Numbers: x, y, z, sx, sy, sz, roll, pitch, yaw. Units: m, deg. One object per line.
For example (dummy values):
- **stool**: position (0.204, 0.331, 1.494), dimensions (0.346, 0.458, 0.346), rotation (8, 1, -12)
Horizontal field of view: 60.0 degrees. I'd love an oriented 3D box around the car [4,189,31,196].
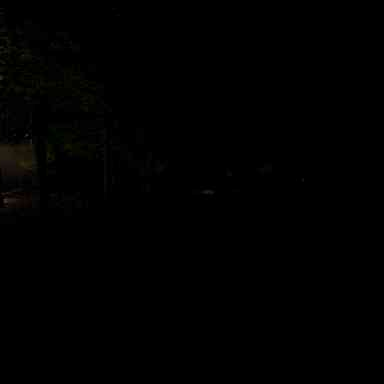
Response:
- **car**: position (-34.113, 0.193, 64.984), dimensions (2.128, 1.511, 4.902), rotation (-3, 0, 34)
